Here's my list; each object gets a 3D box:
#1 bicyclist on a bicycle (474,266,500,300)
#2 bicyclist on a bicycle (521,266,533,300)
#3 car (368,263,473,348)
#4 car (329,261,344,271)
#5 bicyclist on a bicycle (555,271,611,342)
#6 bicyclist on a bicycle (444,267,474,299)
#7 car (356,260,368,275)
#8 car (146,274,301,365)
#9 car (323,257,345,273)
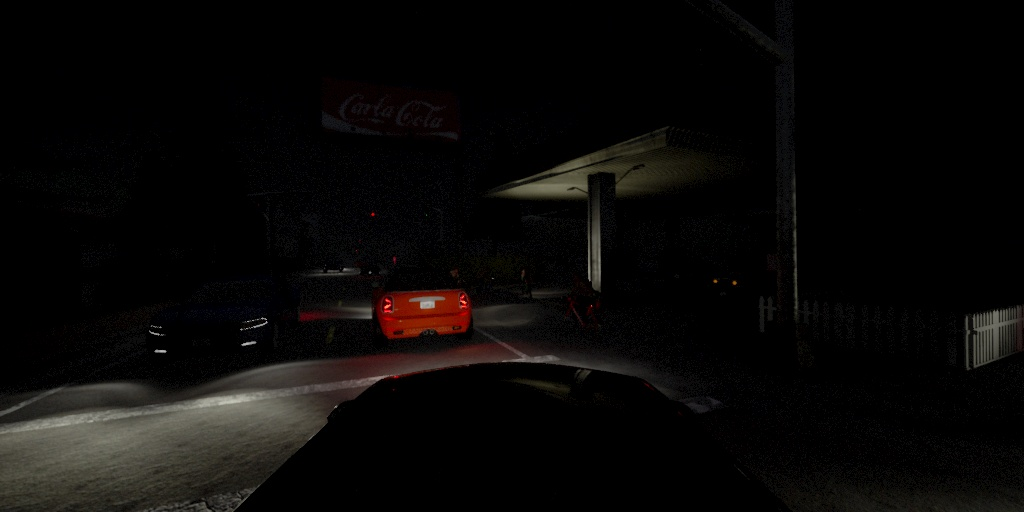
[{"bbox_3d":[-1.356,1.331,17.770,1.656,1.620,0.582,0,0,-21],"label":"bicyclist on a bicycle"},{"bbox_3d":[0.752,1.322,17.890,0.582,1.620,1.656,-1,0,16],"label":"bicyclist on a bicycle"},{"bbox_3d":[-2.563,1.049,9.459,2.097,1.767,4.553,0,0,-22],"label":"car"},{"bbox_3d":[-27.716,1.503,56.680,1.812,1.442,4.674,0,0,-23],"label":"car"},{"bbox_3d":[1.686,1.196,8.683,0.582,1.620,1.656,3,-2,-43],"label":"bicyclist on a bicycle"},{"bbox_3d":[-2.660,1.305,16.385,1.656,1.620,0.582,1,0,37],"label":"bicyclist on a bicycle"},{"bbox_3d":[-16.071,1.452,40.196,1.895,1.301,4.718,0,0,-25],"label":"car"},{"bbox_3d":[-6.274,1.206,8.380,1.882,1.535,5.008,0,0,-23],"label":"car"},{"bbox_3d":[-23.809,1.153,47.774,2.150,2.045,5.566,0,0,-25],"label":"car"}]
